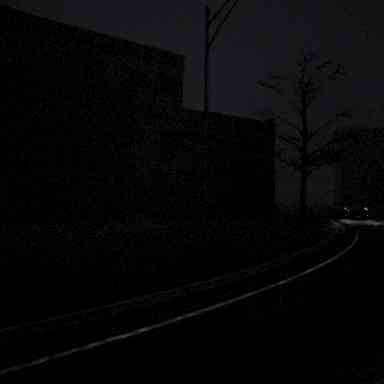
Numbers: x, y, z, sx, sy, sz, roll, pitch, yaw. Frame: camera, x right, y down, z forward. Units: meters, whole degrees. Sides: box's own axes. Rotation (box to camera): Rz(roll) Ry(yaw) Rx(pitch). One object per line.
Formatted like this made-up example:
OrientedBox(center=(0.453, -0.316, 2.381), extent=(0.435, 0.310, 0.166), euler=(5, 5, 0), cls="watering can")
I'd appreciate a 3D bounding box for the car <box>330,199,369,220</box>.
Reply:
OrientedBox(center=(14.155, 1.482, 30.049), extent=(2.097, 1.767, 4.553), euler=(1, 0, 6), cls="car")
